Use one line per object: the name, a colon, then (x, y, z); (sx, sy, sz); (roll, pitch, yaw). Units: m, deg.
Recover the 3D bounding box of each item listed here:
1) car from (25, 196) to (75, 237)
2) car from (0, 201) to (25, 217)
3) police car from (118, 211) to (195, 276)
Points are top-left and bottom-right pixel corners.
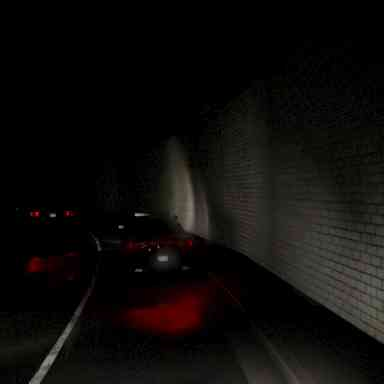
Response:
car: (-7.802, 1.222, 18.393); (2.150, 2.045, 5.566); (0, 0, -25)
car: (-17.394, 1.564, 32.056); (1.994, 1.385, 4.181); (0, 0, -41)
police car: (-1.296, 1.425, 10.653); (1.930, 1.638, 5.238); (0, 0, -13)
